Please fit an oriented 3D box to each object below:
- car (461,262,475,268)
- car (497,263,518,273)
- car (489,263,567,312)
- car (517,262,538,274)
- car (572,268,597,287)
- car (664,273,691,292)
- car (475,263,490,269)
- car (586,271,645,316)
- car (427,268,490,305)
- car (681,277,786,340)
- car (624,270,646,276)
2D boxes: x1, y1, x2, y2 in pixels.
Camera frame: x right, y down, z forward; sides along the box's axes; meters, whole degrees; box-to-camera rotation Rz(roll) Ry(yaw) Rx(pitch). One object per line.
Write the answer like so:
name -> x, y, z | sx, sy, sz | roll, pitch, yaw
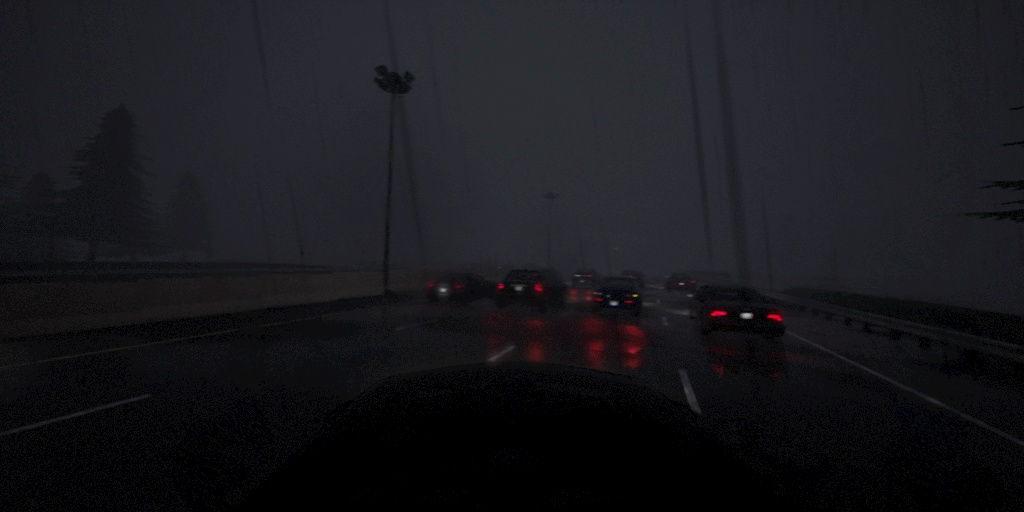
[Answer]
car -> -7.241, 1.889, 63.930 | 1.882, 1.535, 5.008 | 1, -1, 21
car -> -0.688, 2.036, 61.525 | 1.882, 1.535, 5.008 | 1, -1, 21
car -> 1.024, 1.320, 15.814 | 2.097, 1.767, 4.553 | 1, -1, 21
car -> 2.636, 1.987, 60.423 | 2.097, 1.767, 4.553 | 1, -1, 21
car -> 6.276, 1.794, 29.893 | 2.128, 1.511, 4.902 | 1, -1, 21
car -> 12.880, 2.017, 27.570 | 1.994, 1.385, 4.181 | 1, -1, 21
car -> -3.952, 2.033, 62.746 | 2.033, 1.411, 5.357 | 1, -1, 21
car -> 4.551, 1.583, 15.251 | 1.812, 1.442, 4.674 | 1, -1, 21
car -> -2.216, 1.463, 17.150 | 1.994, 1.385, 4.181 | 1, -1, 21
car -> 6.824, 1.616, 11.415 | 2.033, 1.411, 5.357 | 1, -1, 21
car -> 9.967, 1.879, 29.751 | 1.882, 1.535, 5.008 | 1, 0, 21
